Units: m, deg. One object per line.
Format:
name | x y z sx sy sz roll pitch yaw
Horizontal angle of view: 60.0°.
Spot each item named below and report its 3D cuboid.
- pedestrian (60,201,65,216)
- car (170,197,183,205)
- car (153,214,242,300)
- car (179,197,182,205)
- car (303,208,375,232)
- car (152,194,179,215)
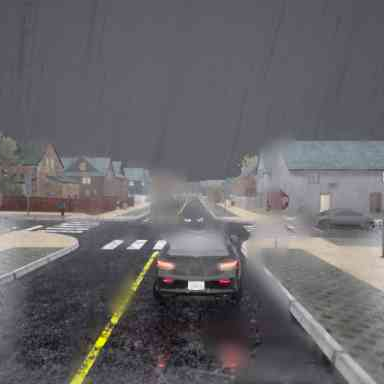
pedestrian | -9.620 1.242 24.741 0.500 1.100 0.500 0 0 1
car | -2.684 1.538 57.921 1.994 1.385 4.181 0 0 0
car | 0.175 1.523 8.303 1.812 1.442 4.674 0 0 2
car | -2.726 1.551 44.570 1.994 1.385 4.181 0 0 0
car | 9.409 1.752 21.392 4.181 1.385 1.994 1 1 0
car | -2.771 1.213 34.057 2.150 2.045 5.566 0 0 0
